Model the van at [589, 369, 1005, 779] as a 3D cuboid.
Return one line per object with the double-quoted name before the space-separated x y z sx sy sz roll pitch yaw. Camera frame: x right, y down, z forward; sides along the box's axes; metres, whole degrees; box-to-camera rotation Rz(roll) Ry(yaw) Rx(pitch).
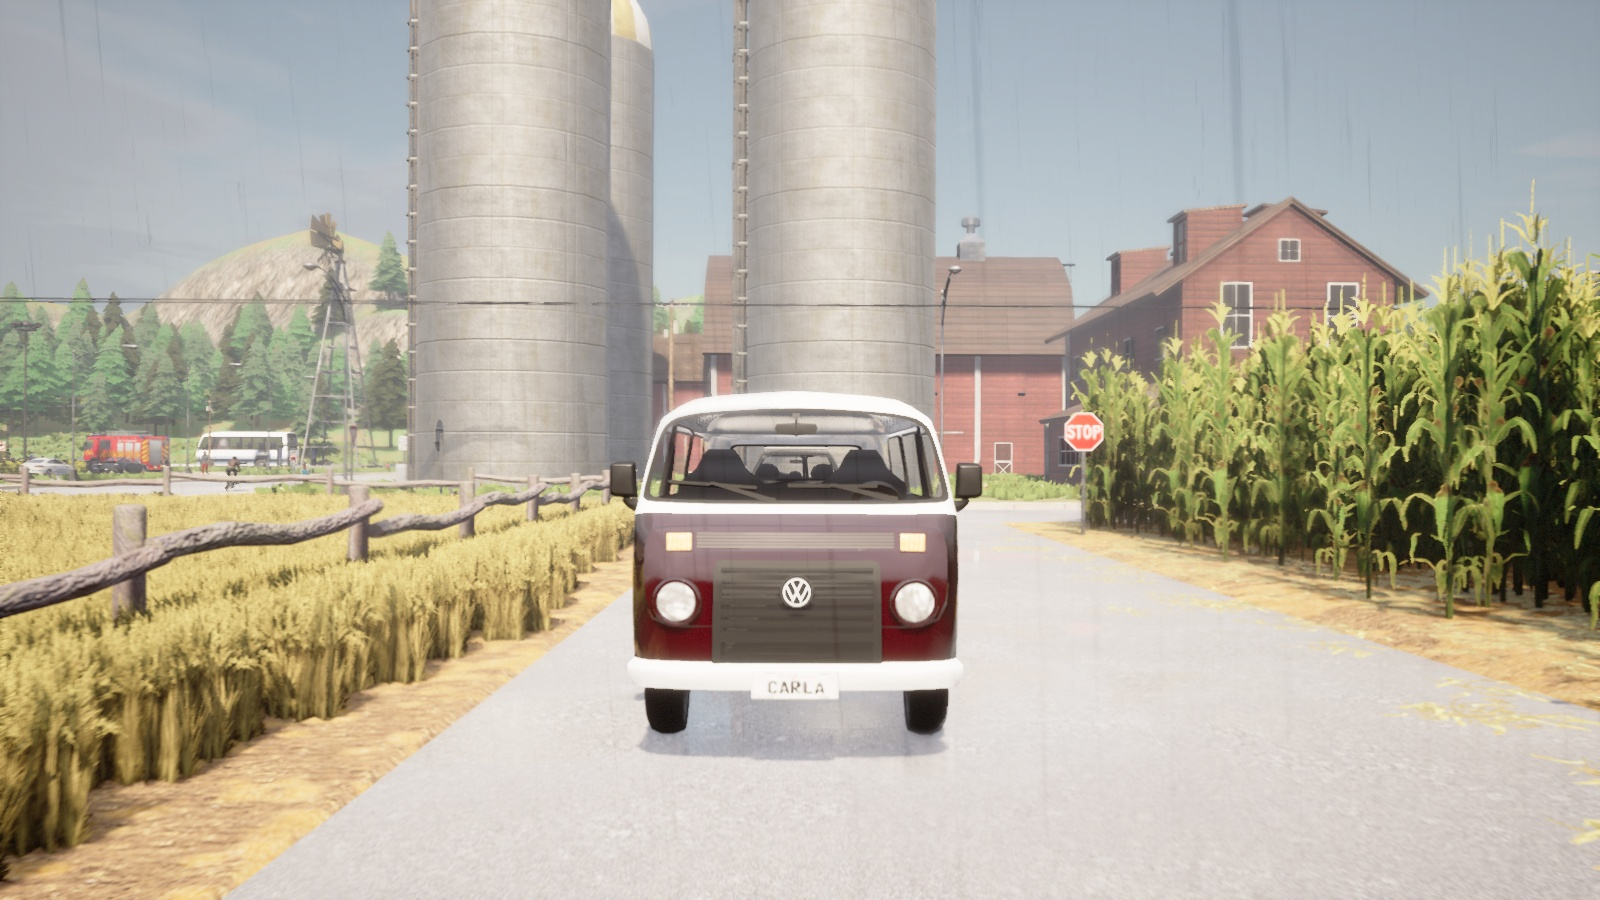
"van" -0.024 0.641 8.510 2.069 2.038 4.480 0 -1 0
